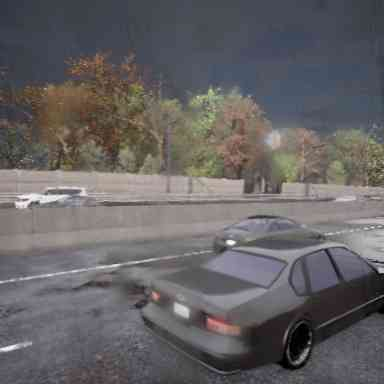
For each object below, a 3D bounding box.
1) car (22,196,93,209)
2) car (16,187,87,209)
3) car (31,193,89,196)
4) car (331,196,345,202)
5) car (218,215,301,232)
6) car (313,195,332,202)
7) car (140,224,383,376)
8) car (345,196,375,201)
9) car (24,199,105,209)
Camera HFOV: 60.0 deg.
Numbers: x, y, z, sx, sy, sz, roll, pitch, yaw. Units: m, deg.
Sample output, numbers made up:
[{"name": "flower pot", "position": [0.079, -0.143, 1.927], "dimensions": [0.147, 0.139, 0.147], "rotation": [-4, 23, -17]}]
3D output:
[{"name": "car", "position": [-7.648, 1.130, 20.811], "dimensions": [4.718, 1.301, 1.895], "rotation": [1, 1, -40]}, {"name": "car", "position": [-11.127, 0.587, 27.015], "dimensions": [5.566, 2.045, 2.150], "rotation": [1, 1, -40]}, {"name": "car", "position": [-8.822, 0.978, 24.391], "dimensions": [4.674, 1.442, 1.812], "rotation": [1, 1, -40]}, {"name": "car", "position": [24.215, 1.311, 52.023], "dimensions": [4.674, 1.442, 1.812], "rotation": [0, 1, -39]}, {"name": "car", "position": [2.676, 1.456, 10.936], "dimensions": [4.181, 1.385, 1.994], "rotation": [1, 1, -40]}, {"name": "car", "position": [21.801, 1.174, 54.556], "dimensions": [5.008, 1.535, 1.882], "rotation": [0, 1, -39]}, {"name": "car", "position": [1.798, 1.496, 5.639], "dimensions": [5.357, 1.411, 2.033], "rotation": [1, 1, -40]}, {"name": "car", "position": [24.622, 1.399, 47.808], "dimensions": [5.357, 1.411, 2.033], "rotation": [1, 1, -39]}, {"name": "car", "position": [-5.979, 1.211, 17.645], "dimensions": [4.718, 1.301, 1.895], "rotation": [1, 1, -40]}]
